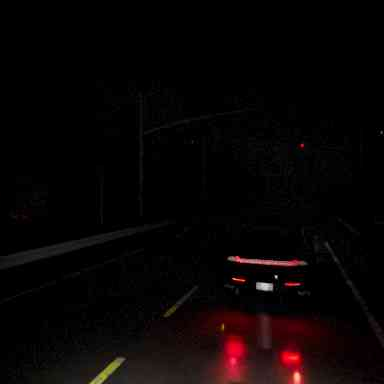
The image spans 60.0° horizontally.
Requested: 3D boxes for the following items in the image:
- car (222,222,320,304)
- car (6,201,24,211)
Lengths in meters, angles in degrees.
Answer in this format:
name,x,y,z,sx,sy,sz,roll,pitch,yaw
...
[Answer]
name,x,y,z,sx,sy,sz,roll,pitch,yaw
car,2.070,1.483,8.270,2.128,1.511,4.902,0,0,18
car,-20.238,1.587,35.053,4.718,1.301,1.895,0,0,17
